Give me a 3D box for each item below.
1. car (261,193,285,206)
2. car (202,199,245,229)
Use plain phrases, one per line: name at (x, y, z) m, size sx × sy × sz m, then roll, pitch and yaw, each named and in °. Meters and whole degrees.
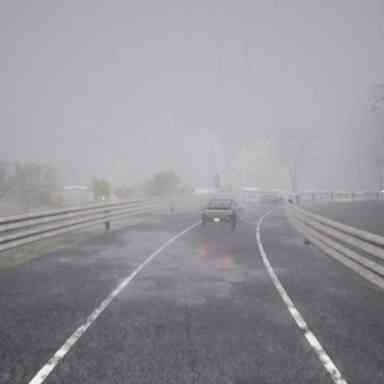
car at (9.624, 0.809, 39.404) m, size 2.128 × 1.511 × 4.902 m, roll 1°, pitch 1°, yaw 30°
car at (1.855, 1.119, 18.911) m, size 2.128 × 1.511 × 4.902 m, roll 0°, pitch 1°, yaw 15°
